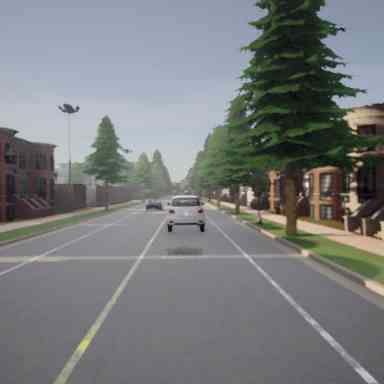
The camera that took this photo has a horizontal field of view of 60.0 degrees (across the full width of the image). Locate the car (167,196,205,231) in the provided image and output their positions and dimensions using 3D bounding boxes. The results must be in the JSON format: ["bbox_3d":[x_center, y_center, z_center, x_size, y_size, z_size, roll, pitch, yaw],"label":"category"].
[{"bbox_3d":[-0.381,1.232,20.820,2.150,2.045,5.566,0,0,-1],"label":"car"}]

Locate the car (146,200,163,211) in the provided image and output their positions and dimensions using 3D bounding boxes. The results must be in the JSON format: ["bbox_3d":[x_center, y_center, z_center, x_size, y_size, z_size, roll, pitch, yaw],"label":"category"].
[{"bbox_3d":[-4.560,1.643,40.772,1.895,1.301,4.718,0,0,-1],"label":"car"}]

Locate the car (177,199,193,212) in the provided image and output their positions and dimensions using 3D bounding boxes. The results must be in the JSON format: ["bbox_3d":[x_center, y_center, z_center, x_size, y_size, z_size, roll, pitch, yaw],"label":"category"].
[{"bbox_3d":[-0.846,1.545,39.472,1.812,1.442,4.674,0,0,-1],"label":"car"}]
